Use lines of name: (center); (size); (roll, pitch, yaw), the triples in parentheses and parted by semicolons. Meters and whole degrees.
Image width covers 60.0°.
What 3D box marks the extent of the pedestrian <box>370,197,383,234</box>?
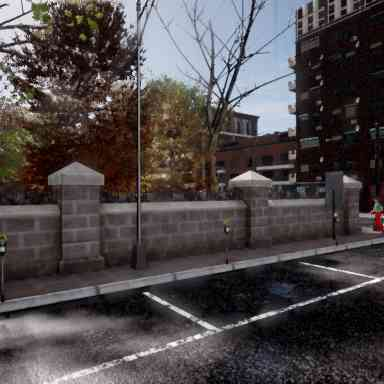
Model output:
pedestrian: (9.372, 1.147, 16.752); (0.375, 1.860, 0.375); (0, 0, -36)
